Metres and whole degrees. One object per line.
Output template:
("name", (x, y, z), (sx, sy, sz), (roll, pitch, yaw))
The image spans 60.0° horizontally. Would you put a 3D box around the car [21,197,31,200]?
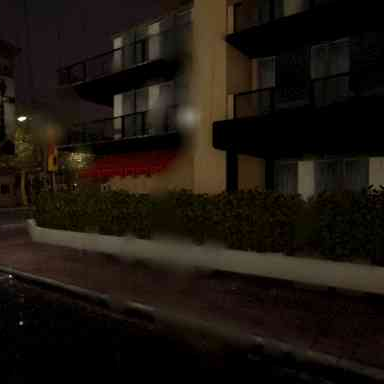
("car", (-35.611, 1.478, 67.681), (4.892, 1.521, 2.231), (0, 0, 36))
